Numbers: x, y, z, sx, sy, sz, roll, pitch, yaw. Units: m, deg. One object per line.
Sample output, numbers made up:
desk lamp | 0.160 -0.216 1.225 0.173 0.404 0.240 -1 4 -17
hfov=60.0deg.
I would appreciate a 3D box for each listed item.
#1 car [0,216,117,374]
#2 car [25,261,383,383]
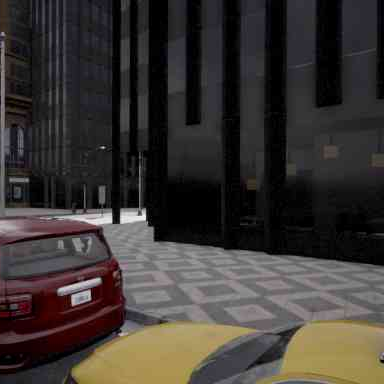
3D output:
car | -3.233 1.314 5.265 5.009 1.841 2.192 0 0 36
car | 1.046 1.525 2.213 4.829 1.417 1.752 0 0 36
